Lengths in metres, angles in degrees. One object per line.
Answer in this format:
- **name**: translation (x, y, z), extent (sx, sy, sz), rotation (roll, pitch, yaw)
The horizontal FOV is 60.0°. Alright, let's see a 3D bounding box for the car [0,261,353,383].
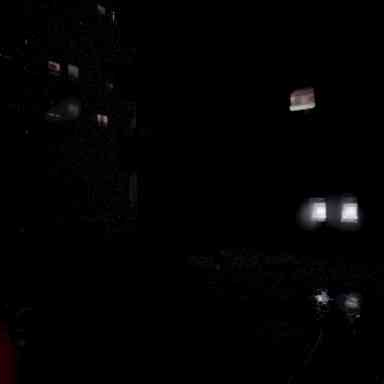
- **car**: translation (-0.680, 1.465, 3.363), extent (4.097, 1.590, 1.967), rotation (-1, -1, 35)
